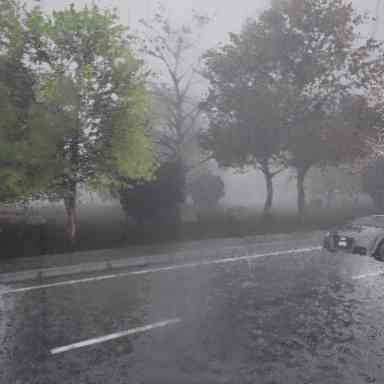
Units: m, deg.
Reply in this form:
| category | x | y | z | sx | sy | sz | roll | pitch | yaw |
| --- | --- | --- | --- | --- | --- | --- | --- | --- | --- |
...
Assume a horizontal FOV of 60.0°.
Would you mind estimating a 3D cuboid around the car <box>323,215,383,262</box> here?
| category | x | y | z | sx | sy | sz | roll | pitch | yaw |
| --- | --- | --- | --- | --- | --- | --- | --- | --- | --- |
| car | 6.741 | 1.533 | 12.019 | 4.181 | 1.385 | 1.994 | 0 | 0 | -29 |
